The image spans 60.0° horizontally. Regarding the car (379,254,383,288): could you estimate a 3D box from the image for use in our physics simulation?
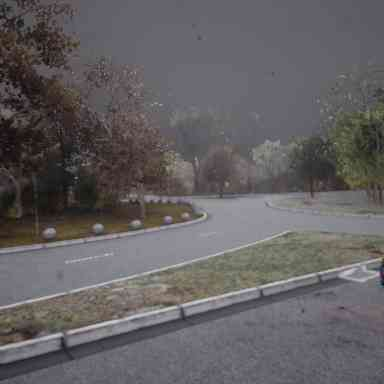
[{"bbox_3d":[5.900,1.444,7.166,4.674,1.442,1.812,-1,1,-33],"label":"car"}]
